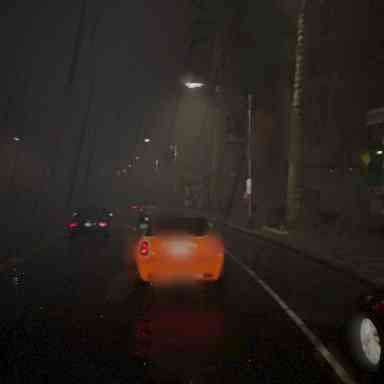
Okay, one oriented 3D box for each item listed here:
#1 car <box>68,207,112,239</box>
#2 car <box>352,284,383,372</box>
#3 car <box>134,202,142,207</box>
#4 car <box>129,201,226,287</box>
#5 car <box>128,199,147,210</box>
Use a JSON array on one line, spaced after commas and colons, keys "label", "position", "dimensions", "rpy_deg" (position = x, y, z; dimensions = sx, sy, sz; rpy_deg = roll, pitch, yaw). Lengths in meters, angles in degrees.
[{"label": "car", "position": [-5.080, 1.450, 16.861], "dimensions": [2.033, 1.411, 5.357], "rpy_deg": [0, 0, -13]}, {"label": "car", "position": [3.101, 1.500, 2.708], "dimensions": [1.837, 1.490, 4.892], "rpy_deg": [0, 0, 2]}, {"label": "car", "position": [-2.304, 1.496, 20.167], "dimensions": [1.895, 1.301, 4.718], "rpy_deg": [0, 0, -12]}, {"label": "car", "position": [-0.417, 1.305, 9.381], "dimensions": [2.097, 1.767, 4.553], "rpy_deg": [0, 0, -4]}, {"label": "car", "position": [-4.582, 1.370, 29.336], "dimensions": [1.812, 1.442, 4.674], "rpy_deg": [0, 0, -14]}]
